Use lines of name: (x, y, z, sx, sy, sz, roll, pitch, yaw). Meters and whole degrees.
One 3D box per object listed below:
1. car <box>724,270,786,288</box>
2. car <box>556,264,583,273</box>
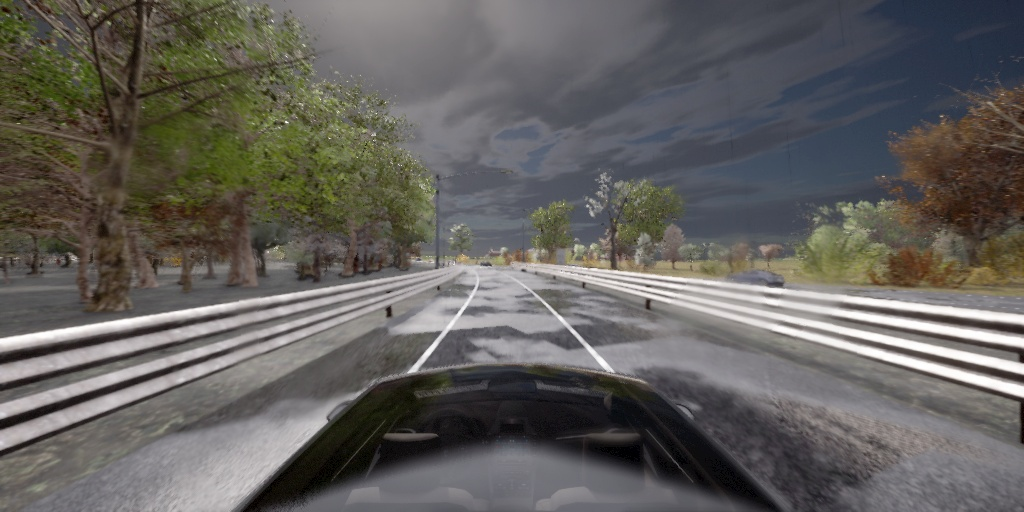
car: (19.840, 1.801, 29.457, 1.994, 1.385, 4.181, 0, 0, -23)
car: (8.855, 1.894, 55.231, 2.033, 1.411, 5.357, 0, 0, -23)
